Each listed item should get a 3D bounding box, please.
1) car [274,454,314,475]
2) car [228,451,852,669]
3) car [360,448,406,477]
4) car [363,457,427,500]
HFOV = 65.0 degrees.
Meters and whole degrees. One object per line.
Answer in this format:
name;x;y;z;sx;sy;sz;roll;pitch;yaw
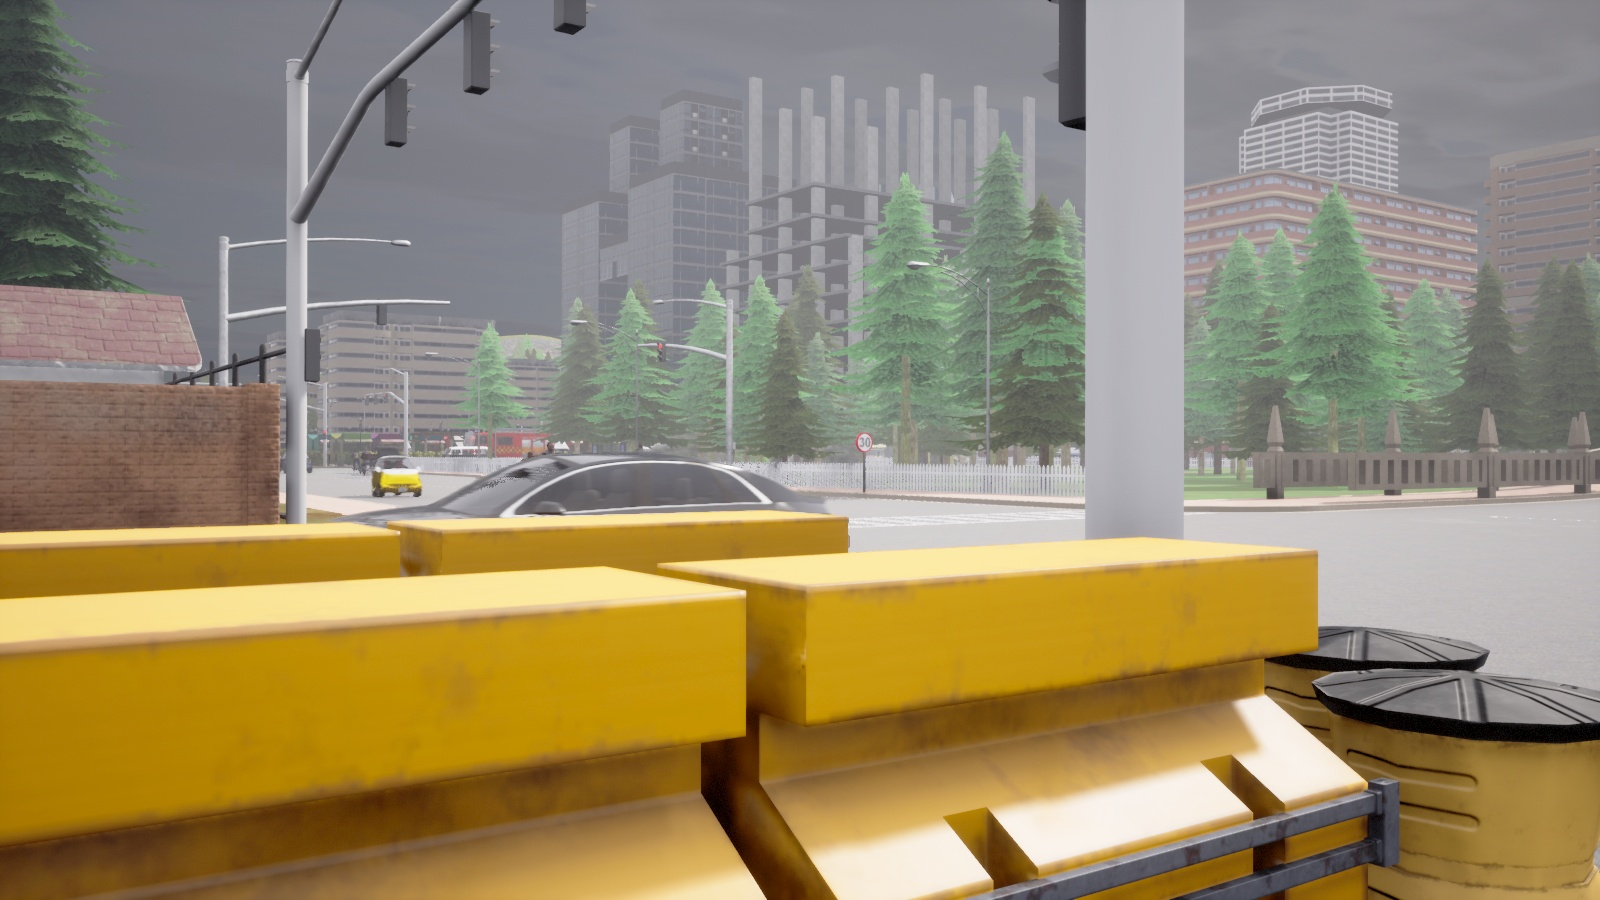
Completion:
car;-35.762;1.003;88.727;1.970;1.475;3.806;0;0;-33
car;-2.067;0.782;10.750;4.892;1.490;1.837;1;-1;-35
car;-27.282;0.799;82.118;1.905;1.878;3.866;0;0;-33
car;-13.443;0.930;41.640;1.481;1.376;2.207;0;0;-33
